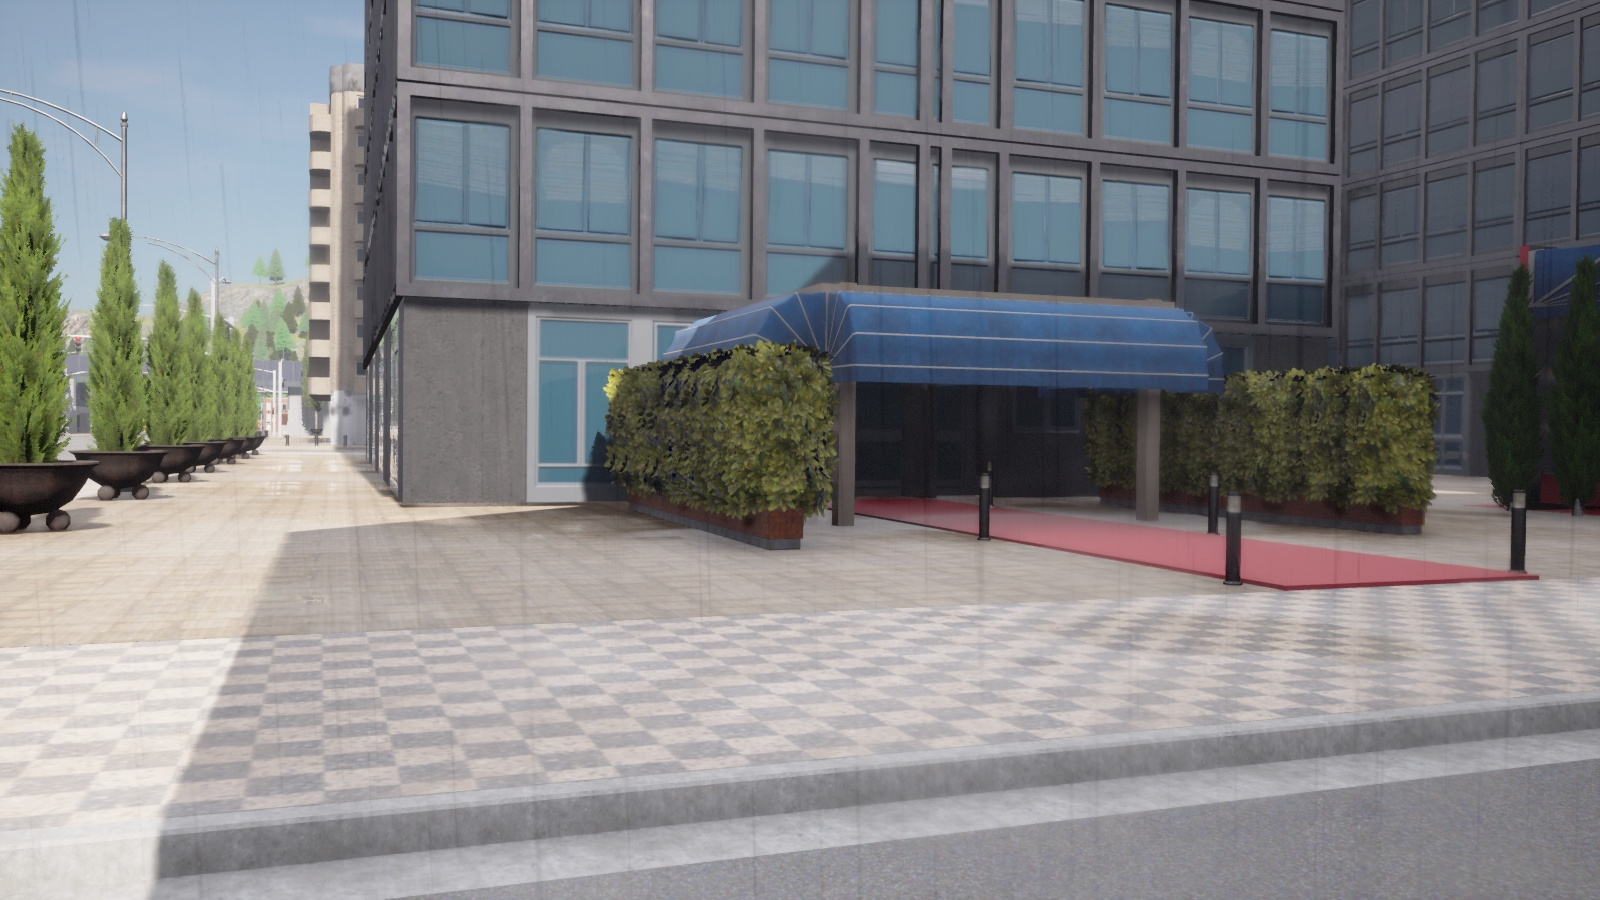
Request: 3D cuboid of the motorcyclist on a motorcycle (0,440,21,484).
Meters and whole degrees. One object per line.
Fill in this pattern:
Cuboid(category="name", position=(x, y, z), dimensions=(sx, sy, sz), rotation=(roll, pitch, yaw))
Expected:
Cuboid(category="motorcyclist on a motorcycle", position=(-28.615, 0.412, 44.873), dimensions=(0.866, 1.530, 2.191), rotation=(-1, 1, -20))
